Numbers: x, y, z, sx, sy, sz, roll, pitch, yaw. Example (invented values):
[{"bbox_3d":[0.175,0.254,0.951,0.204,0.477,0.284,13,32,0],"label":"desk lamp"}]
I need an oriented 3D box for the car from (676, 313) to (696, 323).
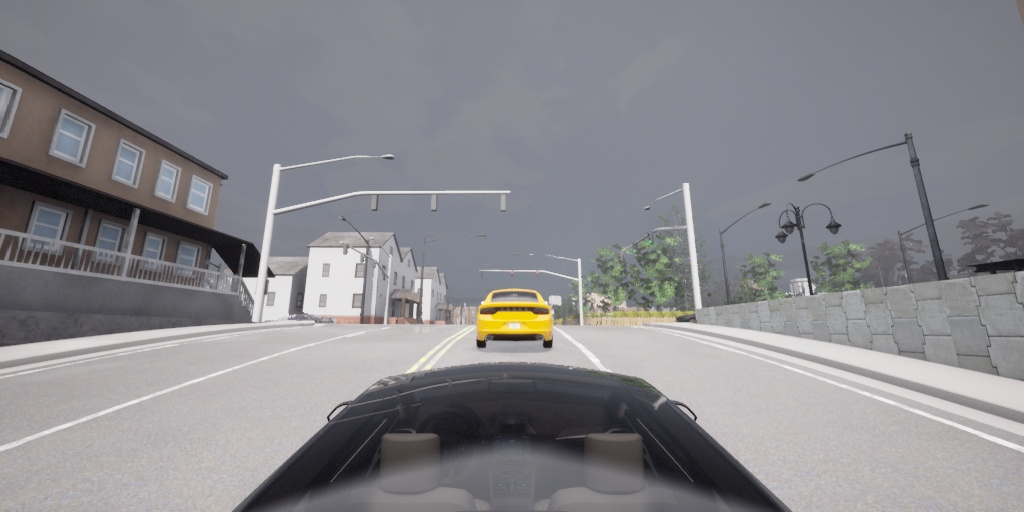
[{"bbox_3d":[16.493,5.260,30.389,5.008,1.535,1.882,0,-12,1],"label":"car"}]

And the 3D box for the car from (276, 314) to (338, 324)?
[{"bbox_3d":[-15.767,5.136,27.073,4.902,1.511,2.128,-8,-12,-1],"label":"car"}]

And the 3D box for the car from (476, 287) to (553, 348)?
[{"bbox_3d":[0.071,1.723,10.546,1.882,1.535,5.008,0,-7,0],"label":"car"}]
